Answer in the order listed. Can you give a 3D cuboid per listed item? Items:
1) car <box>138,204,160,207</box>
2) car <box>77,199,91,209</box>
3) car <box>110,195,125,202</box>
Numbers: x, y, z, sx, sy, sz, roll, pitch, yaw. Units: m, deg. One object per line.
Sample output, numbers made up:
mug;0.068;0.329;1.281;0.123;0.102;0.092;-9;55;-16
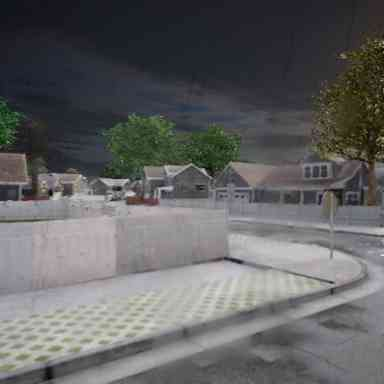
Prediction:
car;-3.561;1.708;28.574;1.895;1.301;4.718;1;-1;-35
car;-15.655;1.715;47.777;1.895;1.301;4.718;1;-1;-26
car;-20.640;1.722;90.736;2.097;1.767;4.553;1;0;7
